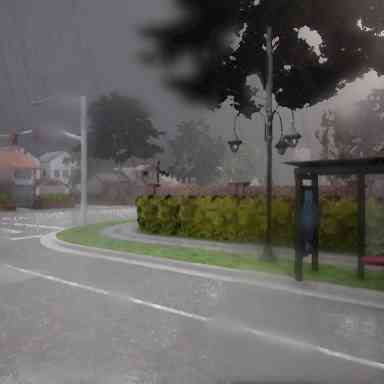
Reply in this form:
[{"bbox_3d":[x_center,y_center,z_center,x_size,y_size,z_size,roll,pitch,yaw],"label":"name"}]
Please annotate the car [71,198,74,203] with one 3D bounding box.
[{"bbox_3d":[-19.607,1.158,50.314,3.806,1.475,1.970,0,0,36],"label":"car"}]
